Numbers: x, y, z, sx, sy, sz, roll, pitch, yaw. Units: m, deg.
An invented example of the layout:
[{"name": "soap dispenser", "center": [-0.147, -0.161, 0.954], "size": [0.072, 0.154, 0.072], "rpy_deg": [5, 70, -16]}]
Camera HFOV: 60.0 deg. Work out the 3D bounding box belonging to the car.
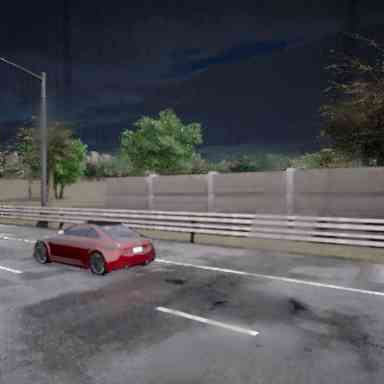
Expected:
[{"name": "car", "center": [-3.161, 1.611, 10.545], "size": [4.181, 1.385, 1.994], "rpy_deg": [0, 0, 35]}]
